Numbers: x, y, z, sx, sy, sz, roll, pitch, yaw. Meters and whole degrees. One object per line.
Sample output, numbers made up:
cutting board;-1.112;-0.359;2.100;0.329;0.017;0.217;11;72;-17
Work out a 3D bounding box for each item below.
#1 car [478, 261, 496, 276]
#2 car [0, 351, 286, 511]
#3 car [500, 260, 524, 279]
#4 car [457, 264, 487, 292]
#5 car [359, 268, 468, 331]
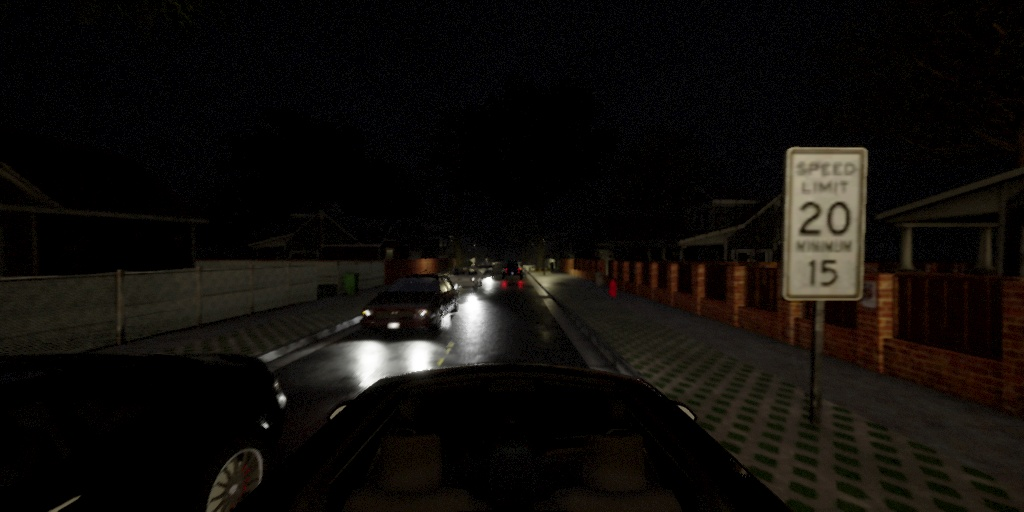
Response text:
car;-2.719;1.256;36.791;2.128;1.511;4.902;0;0;0
car;-2.844;1.275;1.261;1.812;1.442;4.674;0;0;0
car;0.036;1.277;32.464;1.812;1.442;4.674;0;0;0
car;-2.807;1.336;21.537;1.895;1.301;4.718;0;0;0
car;-2.828;1.284;11.261;2.033;1.411;5.357;0;0;0
